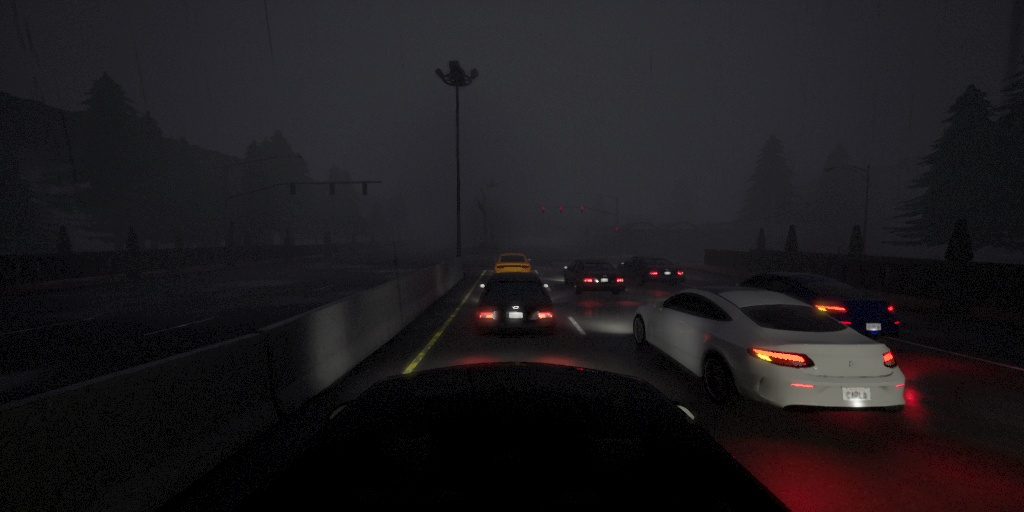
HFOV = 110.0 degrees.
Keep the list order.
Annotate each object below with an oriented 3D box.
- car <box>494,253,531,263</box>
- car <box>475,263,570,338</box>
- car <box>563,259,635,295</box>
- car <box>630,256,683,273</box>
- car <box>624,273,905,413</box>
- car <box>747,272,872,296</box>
[{"bbox_3d":[0.023,0.562,19.515,1.882,1.535,5.008,0,3,0],"label":"car"},{"bbox_3d":[0.069,1.143,9.720,2.033,1.411,5.357,0,2,0],"label":"car"},{"bbox_3d":[3.533,0.823,16.206,2.033,1.411,5.357,0,3,0],"label":"car"},{"bbox_3d":[7.028,0.681,18.711,2.033,1.411,5.357,0,3,0],"label":"car"},{"bbox_3d":[3.581,1.225,6.038,1.812,1.442,4.674,0,1,0],"label":"car"},{"bbox_3d":[7.066,1.137,9.310,1.812,1.442,4.674,0,2,0],"label":"car"}]
